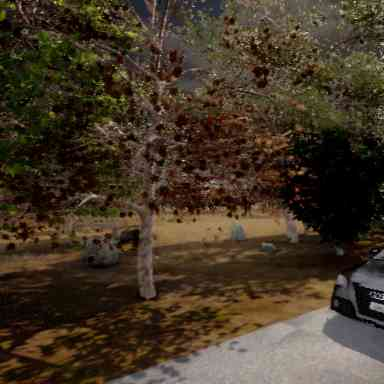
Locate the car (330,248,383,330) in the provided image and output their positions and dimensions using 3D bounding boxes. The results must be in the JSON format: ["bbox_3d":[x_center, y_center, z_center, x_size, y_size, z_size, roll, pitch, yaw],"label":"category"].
[{"bbox_3d":[4.461,1.567,6.157,4.181,1.385,1.994,0,0,-35],"label":"car"}]
